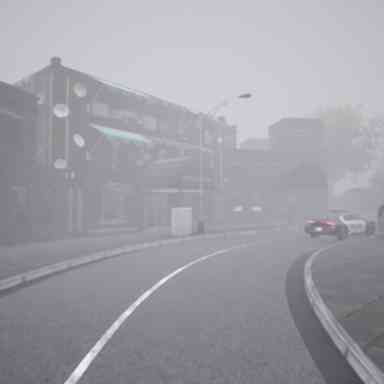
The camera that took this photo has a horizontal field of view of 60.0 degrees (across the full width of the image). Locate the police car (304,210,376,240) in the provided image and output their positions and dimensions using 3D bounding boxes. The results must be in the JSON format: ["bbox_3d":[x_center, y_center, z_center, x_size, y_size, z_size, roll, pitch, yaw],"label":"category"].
[{"bbox_3d":[8.709,1.852,19.203,4.974,1.542,2.038,1,-2,-37],"label":"police car"}]
